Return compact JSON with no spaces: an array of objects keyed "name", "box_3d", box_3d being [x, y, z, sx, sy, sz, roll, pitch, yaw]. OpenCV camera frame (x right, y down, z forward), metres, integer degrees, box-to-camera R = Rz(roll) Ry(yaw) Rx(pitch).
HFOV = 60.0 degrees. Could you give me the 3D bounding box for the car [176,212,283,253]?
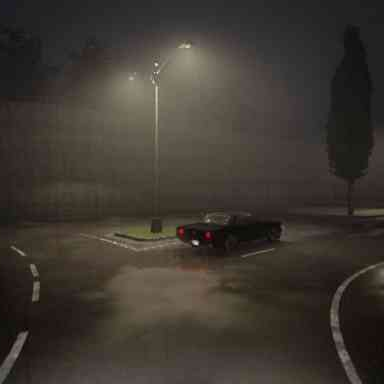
[{"name":"car","box_3d":[1.696,1.464,13.236,1.895,1.301,4.718,0,1,45]}]
